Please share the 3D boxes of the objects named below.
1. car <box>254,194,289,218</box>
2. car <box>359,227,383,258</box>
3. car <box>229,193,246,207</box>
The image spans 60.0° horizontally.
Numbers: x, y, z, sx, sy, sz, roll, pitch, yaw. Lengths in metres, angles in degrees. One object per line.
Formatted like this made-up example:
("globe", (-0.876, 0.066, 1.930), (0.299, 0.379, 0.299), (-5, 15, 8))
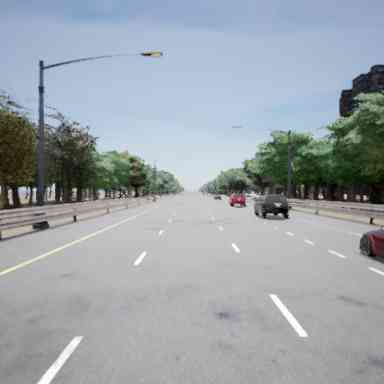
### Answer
("car", (7.051, 1.233, 29.888), (2.150, 2.045, 5.566), (0, 0, 0))
("car", (7.008, 1.571, 10.264), (1.994, 1.385, 4.181), (0, 0, 0))
("car", (7.137, 1.258, 52.670), (2.150, 2.045, 5.566), (0, 0, 0))
